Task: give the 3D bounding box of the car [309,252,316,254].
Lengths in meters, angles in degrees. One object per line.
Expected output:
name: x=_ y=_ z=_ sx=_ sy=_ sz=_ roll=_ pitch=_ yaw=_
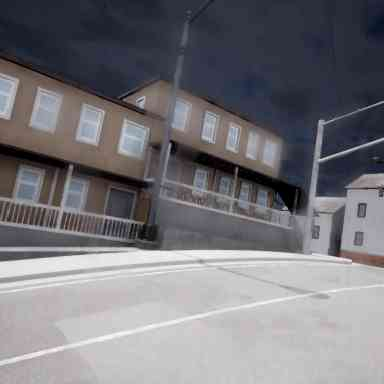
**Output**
car: x=10.844 y=6.152 z=30.223 sx=1.895 sy=1.301 sz=4.718 roll=14 pitch=-17 yaw=-34
